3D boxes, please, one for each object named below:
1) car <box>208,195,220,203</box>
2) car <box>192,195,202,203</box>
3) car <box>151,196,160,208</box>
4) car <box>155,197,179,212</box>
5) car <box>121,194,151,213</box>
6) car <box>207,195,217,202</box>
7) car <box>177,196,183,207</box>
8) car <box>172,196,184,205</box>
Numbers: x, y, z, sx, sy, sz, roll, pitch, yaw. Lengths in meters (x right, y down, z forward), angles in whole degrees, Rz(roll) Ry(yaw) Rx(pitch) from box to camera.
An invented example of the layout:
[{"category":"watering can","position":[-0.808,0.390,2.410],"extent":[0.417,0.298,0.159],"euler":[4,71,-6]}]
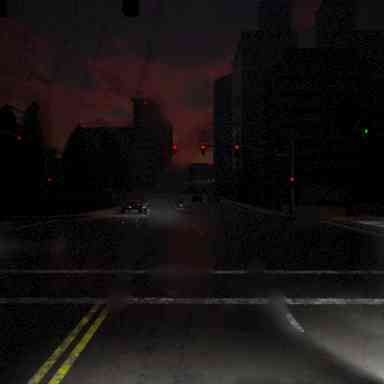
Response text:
[{"category":"car","position":[4.618,1.547,67.363],"extent":[2.033,1.411,5.357],"euler":[0,0,1]},{"category":"car","position":[1.015,1.352,67.479],"extent":[2.097,1.767,4.553],"euler":[0,0,1]},{"category":"car","position":[-6.275,1.491,47.014],"extent":[2.128,1.511,4.902],"euler":[0,0,1]},{"category":"car","position":[-2.850,1.601,39.242],"extent":[1.895,1.301,4.718],"euler":[0,0,1]},{"category":"car","position":[-6.370,1.221,37.133],"extent":[2.150,2.045,5.566],"euler":[0,0,1]},{"category":"car","position":[4.606,1.478,77.185],"extent":[1.882,1.535,5.008],"euler":[0,0,1]},{"category":"car","position":[-2.764,1.564,48.043],"extent":[1.994,1.385,4.181],"euler":[0,0,1]},{"category":"car","position":[-2.594,1.547,62.417],"extent":[2.033,1.411,5.357],"euler":[0,0,1]}]
